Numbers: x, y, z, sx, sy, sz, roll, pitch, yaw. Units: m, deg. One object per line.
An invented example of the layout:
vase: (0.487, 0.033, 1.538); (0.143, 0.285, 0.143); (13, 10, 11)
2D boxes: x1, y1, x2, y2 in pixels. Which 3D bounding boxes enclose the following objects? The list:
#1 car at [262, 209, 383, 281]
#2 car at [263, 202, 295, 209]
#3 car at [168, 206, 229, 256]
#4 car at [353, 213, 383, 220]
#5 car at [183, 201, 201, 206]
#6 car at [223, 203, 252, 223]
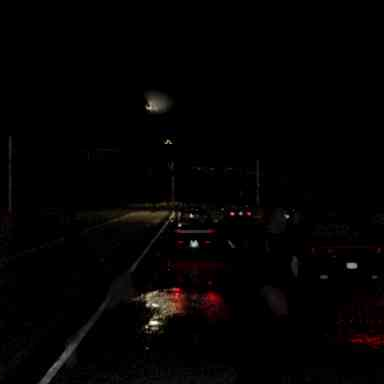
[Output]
car: (3.575, 1.499, 9.930); (1.882, 1.535, 5.008); (0, 0, 0)
car: (6.976, 1.562, 26.774); (1.837, 1.490, 4.892); (0, 0, 0)
car: (0.059, 1.519, 13.314); (2.128, 1.511, 4.902); (0, 0, 0)
car: (7.047, 1.555, 13.204); (1.812, 1.442, 4.674); (0, -1, 0)
car: (-0.030, 1.563, 27.680); (1.837, 1.490, 4.892); (0, -1, 0)
car: (3.480, 1.603, 26.290); (2.033, 1.411, 5.357); (0, 0, 0)
